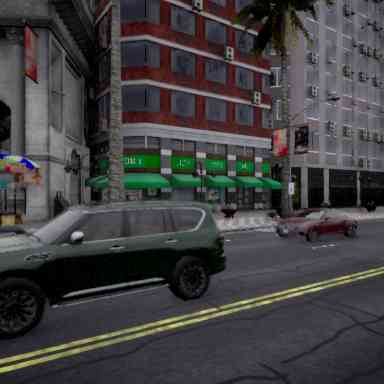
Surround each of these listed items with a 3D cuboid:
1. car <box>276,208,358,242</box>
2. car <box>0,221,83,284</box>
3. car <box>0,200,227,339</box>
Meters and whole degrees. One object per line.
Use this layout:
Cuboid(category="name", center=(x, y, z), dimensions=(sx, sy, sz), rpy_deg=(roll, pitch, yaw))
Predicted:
Cuboid(category="car", center=(6.227, 1.525, 16.330), dimensions=(4.674, 1.442, 1.812), rpy_deg=(0, 0, -32))
Cuboid(category="car", center=(-5.504, 1.601, 8.685), dimensions=(4.718, 1.301, 1.895), rpy_deg=(0, 0, -33))
Cuboid(category="car", center=(-1.836, 1.222, 6.918), dimensions=(5.566, 2.045, 2.150), rpy_deg=(0, 0, -33))
